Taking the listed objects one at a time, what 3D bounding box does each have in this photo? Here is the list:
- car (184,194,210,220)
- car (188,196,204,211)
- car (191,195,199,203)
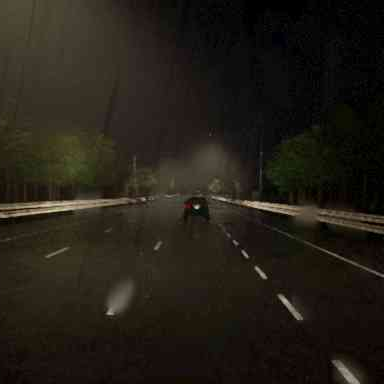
[{"bbox_3d":[0.417,1.446,30.488,2.150,2.045,5.566,1,0,0],"label":"car"},{"bbox_3d":[0.537,1.596,47.641,2.150,2.045,5.566,1,-1,0],"label":"car"},{"bbox_3d":[0.861,2.007,95.304,2.150,2.045,5.566,1,0,0],"label":"car"}]
